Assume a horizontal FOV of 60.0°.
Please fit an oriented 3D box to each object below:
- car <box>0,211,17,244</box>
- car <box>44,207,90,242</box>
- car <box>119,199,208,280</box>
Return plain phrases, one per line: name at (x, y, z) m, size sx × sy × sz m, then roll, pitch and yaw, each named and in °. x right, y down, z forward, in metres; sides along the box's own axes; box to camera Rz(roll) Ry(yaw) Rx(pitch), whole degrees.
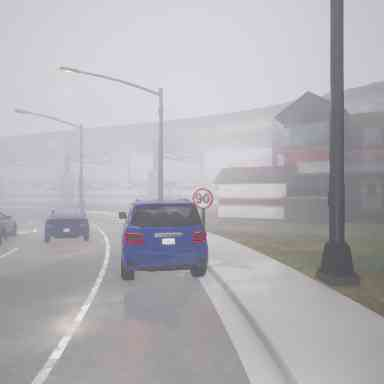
car at (-9.454, 1.564, 15.360) m, size 1.994 × 1.385 × 4.181 m, roll 0°, pitch 0°, yaw -19°
car at (-6.189, 1.478, 16.613) m, size 1.882 × 1.535 × 5.008 m, roll 0°, pitch 0°, yaw -19°
car at (-1.031, 1.220, 10.224) m, size 2.150 × 2.045 × 5.566 m, roll 0°, pitch 0°, yaw -11°
